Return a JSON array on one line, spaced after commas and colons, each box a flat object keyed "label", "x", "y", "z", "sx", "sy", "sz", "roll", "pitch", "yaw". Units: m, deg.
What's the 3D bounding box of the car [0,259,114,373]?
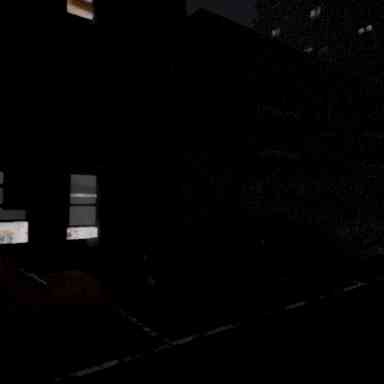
[{"label": "car", "x": -3.445, "y": 1.527, "z": 4.082, "sx": 4.829, "sy": 1.417, "sz": 1.752, "roll": 0, "pitch": 1, "yaw": -35}]

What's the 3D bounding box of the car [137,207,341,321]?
[{"label": "car", "x": 1.324, "y": 1.302, "z": 7.477, "sx": 5.009, "sy": 1.841, "sz": 2.192, "roll": 0, "pitch": 1, "yaw": -35}]
